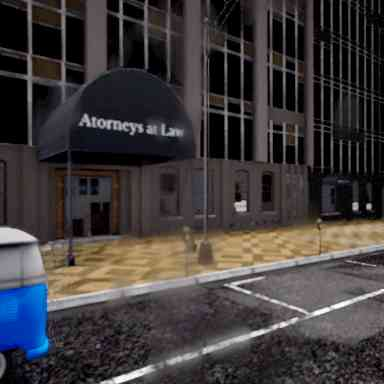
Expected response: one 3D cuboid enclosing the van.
[{"bbox_3d":[-3.642,1.330,3.512,3.998,1.788,1.690,1,-1,-36],"label":"van"}]
